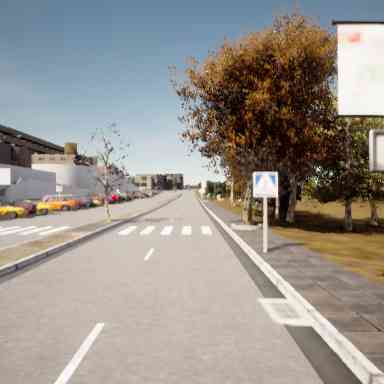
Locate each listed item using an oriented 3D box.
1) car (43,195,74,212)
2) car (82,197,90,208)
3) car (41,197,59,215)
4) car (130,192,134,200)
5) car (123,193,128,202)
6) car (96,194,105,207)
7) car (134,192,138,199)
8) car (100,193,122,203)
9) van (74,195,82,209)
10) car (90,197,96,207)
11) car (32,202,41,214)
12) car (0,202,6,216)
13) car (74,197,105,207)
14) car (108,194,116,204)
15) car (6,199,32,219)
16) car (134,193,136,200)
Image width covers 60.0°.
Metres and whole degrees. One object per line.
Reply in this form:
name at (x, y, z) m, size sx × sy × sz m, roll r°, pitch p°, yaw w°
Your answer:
car at (-16.850, 1.472, 39.665) m, size 4.553 × 1.767 × 2.185 m, roll -1°, pitch 0°, yaw -20°
car at (-16.869, 1.659, 45.624) m, size 4.674 × 1.452 × 2.002 m, roll -1°, pitch 0°, yaw -20°
car at (-16.708, 1.555, 33.755) m, size 5.366 × 1.575 × 1.946 m, roll -1°, pitch -1°, yaw -20°
car at (-16.826, 1.338, 78.460) m, size 4.553 × 1.767 × 2.185 m, roll -1°, pitch 1°, yaw -20°
car at (-16.838, 1.280, 69.516) m, size 5.566 × 2.045 × 2.435 m, roll -1°, pitch 0°, yaw -20°
car at (-16.698, 1.618, 51.666) m, size 5.366 × 1.575 × 1.946 m, roll -1°, pitch 0°, yaw -20°
car at (-16.824, 1.447, 84.452) m, size 4.792 × 1.488 × 2.163 m, roll -1°, pitch 0°, yaw -20°
car at (-16.892, 1.325, 63.520) m, size 5.566 × 2.045 × 2.435 m, roll -1°, pitch 1°, yaw -20°
van at (-16.771, 1.386, 42.693) m, size 4.442 × 1.987 × 1.878 m, roll -1°, pitch -1°, yaw -20°
car at (-16.898, 1.656, 48.597) m, size 4.792 × 1.488 × 2.163 m, roll -1°, pitch 0°, yaw -20°
car at (-16.909, 1.568, 30.693) m, size 4.792 × 1.488 × 2.163 m, roll -1°, pitch 0°, yaw -20°
car at (-16.882, 1.539, 24.740) m, size 4.674 × 1.452 × 2.002 m, roll -1°, pitch 0°, yaw -20°
car at (-16.841, 1.648, 54.593) m, size 4.792 × 1.488 × 2.163 m, roll -1°, pitch 0°, yaw -20°
car at (-16.861, 1.633, 60.551) m, size 4.674 × 1.452 × 2.002 m, roll -1°, pitch 1°, yaw -20°
car at (-16.712, 1.511, 27.789) m, size 5.366 × 1.575 × 1.946 m, roll -1°, pitch -1°, yaw -20°
car at (-16.847, 1.481, 81.433) m, size 4.674 × 1.452 × 2.002 m, roll -1°, pitch 1°, yaw -20°
